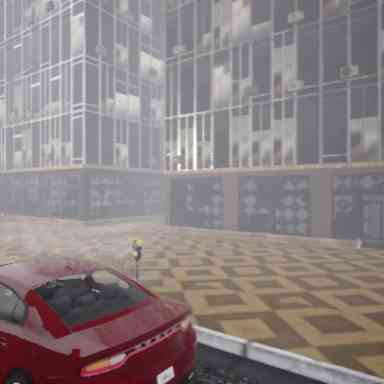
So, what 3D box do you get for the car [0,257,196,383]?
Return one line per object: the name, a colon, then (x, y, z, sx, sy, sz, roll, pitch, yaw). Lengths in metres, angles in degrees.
car: (-2.060, 1.552, 4.342, 4.507, 1.381, 1.887, 0, 0, 36)
